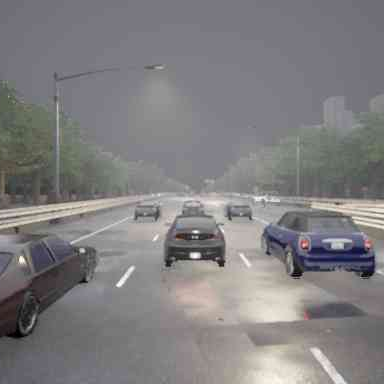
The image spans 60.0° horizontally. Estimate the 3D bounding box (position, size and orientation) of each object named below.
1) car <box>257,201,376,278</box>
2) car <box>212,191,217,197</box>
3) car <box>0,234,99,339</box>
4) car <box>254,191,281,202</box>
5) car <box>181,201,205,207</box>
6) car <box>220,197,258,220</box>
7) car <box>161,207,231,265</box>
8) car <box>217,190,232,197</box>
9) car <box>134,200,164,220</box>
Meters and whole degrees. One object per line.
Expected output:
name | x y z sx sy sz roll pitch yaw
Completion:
car | 3.588 1.340 10.315 2.097 1.767 4.553 0 0 0
car | 7.004 0.547 86.185 2.150 2.045 5.566 0 0 0
car | -3.419 1.543 6.506 2.033 1.411 5.357 0 0 0
car | 9.632 0.861 43.671 2.150 2.045 5.566 0 0 -13
car | 0.083 1.438 27.729 1.812 1.442 4.674 0 0 0
car | 3.592 1.412 26.663 2.128 1.511 4.902 0 0 0
car | 0.091 1.491 11.548 1.837 1.490 4.892 0 0 0
car | 6.990 0.671 68.107 2.150 2.045 5.566 0 0 0
car | -3.408 1.411 26.702 2.128 1.511 4.902 0 0 0
